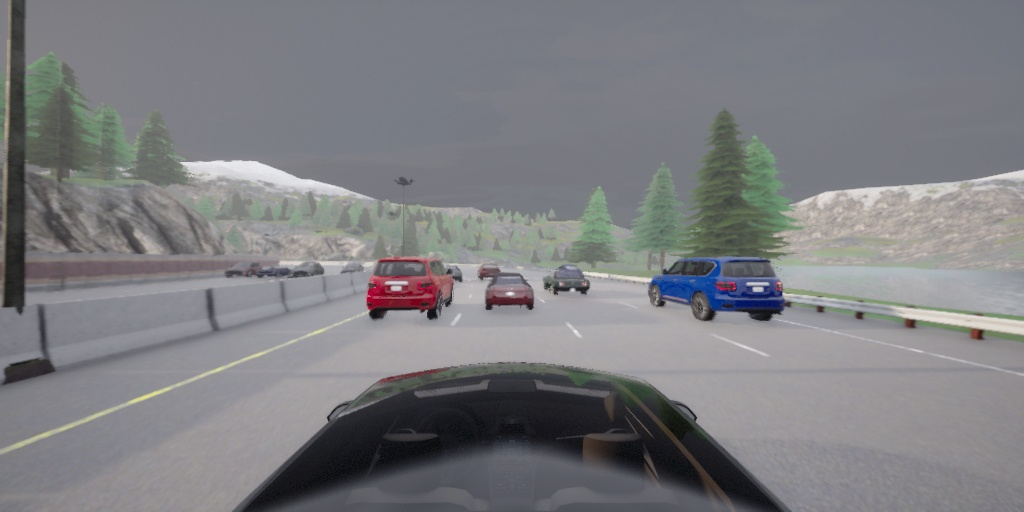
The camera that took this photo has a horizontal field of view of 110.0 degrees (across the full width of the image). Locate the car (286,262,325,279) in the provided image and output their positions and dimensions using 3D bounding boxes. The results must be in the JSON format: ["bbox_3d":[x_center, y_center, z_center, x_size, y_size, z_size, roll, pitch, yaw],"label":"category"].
[{"bbox_3d":[-20.849,1.383,36.728,2.097,1.767,4.553,0,-1,-12],"label":"car"}]

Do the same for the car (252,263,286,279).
[{"bbox_3d":[-24.493,1.634,37.129,1.895,1.301,4.718,0,0,-12],"label":"car"}]

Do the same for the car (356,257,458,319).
[{"bbox_3d":[-3.528,1.066,13.344,2.150,2.045,5.566,0,0,-2],"label":"car"}]

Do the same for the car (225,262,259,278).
[{"bbox_3d":[-28.302,1.393,38.062,2.097,1.767,4.553,0,-1,-13],"label":"car"}]

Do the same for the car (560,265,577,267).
[{"bbox_3d":[5.087,1.529,32.995,1.812,1.442,4.674,0,0,-9],"label":"car"}]

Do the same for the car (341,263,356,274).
[{"bbox_3d":[-18.338,1.575,41.474,1.837,1.490,4.892,0,-1,-14],"label":"car"}]

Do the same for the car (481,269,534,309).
[{"bbox_3d":[-0.172,1.427,15.723,1.994,1.385,4.181,0,0,-3],"label":"car"}]

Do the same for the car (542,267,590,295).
[{"bbox_3d":[2.966,1.506,20.849,1.895,1.301,4.718,0,0,-5],"label":"car"}]

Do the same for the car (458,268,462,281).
[{"bbox_3d":[-5.681,1.569,33.303,1.994,1.385,4.181,0,0,-10],"label":"car"}]

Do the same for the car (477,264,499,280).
[{"bbox_3d":[-2.326,1.496,34.955,1.882,1.535,5.008,1,0,-10],"label":"car"}]

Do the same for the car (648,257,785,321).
[{"bbox_3d":[6.971,1.065,12.974,2.150,2.045,5.566,0,0,-2],"label":"car"}]
